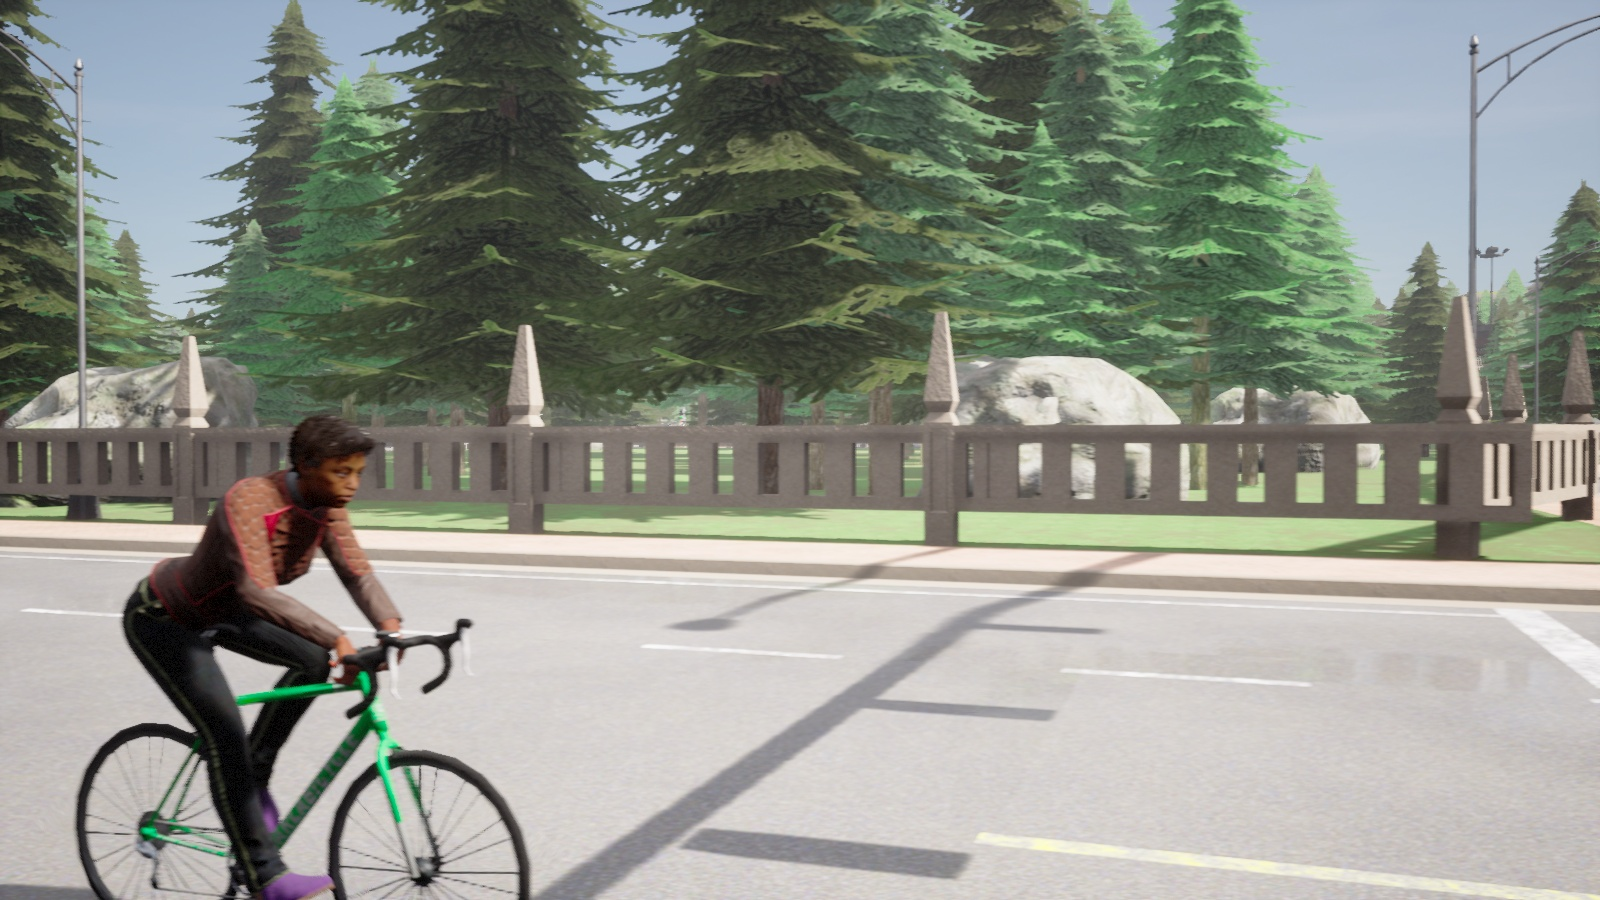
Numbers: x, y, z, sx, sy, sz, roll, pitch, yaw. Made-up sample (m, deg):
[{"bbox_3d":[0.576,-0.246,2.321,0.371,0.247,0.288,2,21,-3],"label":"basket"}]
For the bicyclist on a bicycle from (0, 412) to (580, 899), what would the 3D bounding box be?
[{"bbox_3d":[-1.538,0.709,3.710,1.656,1.620,0.582,1,1,19],"label":"bicyclist on a bicycle"}]
